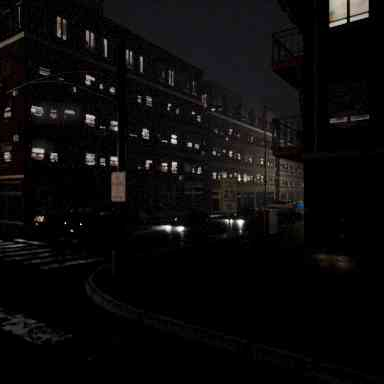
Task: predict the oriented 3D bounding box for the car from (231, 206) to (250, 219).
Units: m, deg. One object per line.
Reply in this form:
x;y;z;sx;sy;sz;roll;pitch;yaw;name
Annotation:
5.563;2.196;35.935;1.994;1.385;4.181;0;-1;34;car

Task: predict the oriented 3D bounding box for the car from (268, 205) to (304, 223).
8.995;2.121;30.807;2.008;1.369;4.403;-2;-2;35;car

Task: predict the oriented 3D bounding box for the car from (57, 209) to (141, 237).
-5.390;1.884;20.286;1.895;1.301;4.718;0;-1;36;car

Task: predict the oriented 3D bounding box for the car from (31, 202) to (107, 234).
-7.651;1.604;21.569;2.192;1.841;5.009;-1;-2;35;car

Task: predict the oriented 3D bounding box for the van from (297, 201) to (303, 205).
18.399;2.464;58.836;1.690;1.788;3.998;-1;-2;35;van

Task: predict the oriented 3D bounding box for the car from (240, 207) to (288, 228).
5.739;2.048;26.146;1.802;1.307;4.206;-2;-2;35;car

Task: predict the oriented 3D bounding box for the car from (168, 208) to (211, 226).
-0.150;2.013;27.759;1.994;1.385;4.181;0;-1;34;car

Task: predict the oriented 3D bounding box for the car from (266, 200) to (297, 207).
11.739;2.050;44.680;2.150;2.045;5.566;0;-1;35;car
